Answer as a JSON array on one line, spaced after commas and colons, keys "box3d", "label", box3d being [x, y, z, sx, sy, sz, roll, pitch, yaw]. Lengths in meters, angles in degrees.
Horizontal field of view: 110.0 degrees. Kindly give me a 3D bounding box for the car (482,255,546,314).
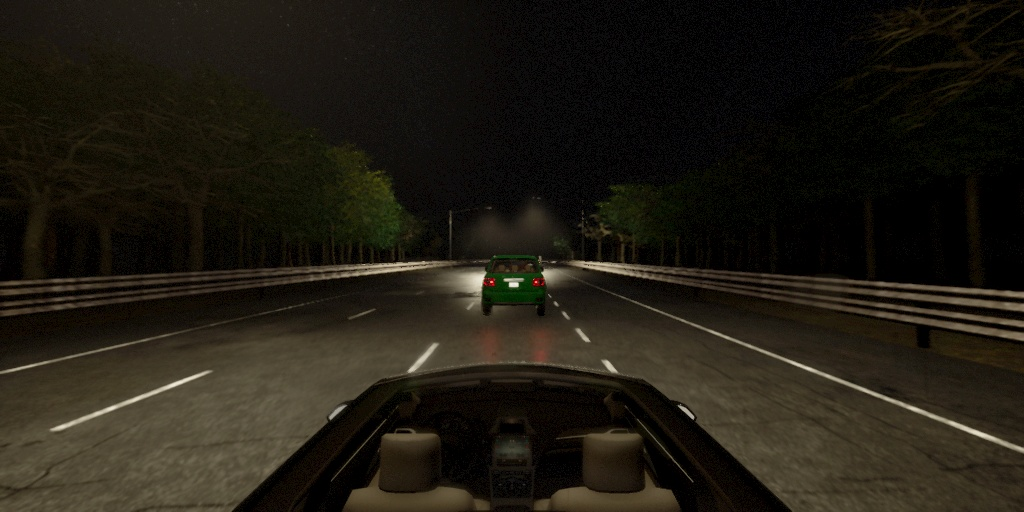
[{"box3d": [0.093, 1.001, 13.884, 2.150, 2.045, 5.566, 0, 0, 1], "label": "car"}]
